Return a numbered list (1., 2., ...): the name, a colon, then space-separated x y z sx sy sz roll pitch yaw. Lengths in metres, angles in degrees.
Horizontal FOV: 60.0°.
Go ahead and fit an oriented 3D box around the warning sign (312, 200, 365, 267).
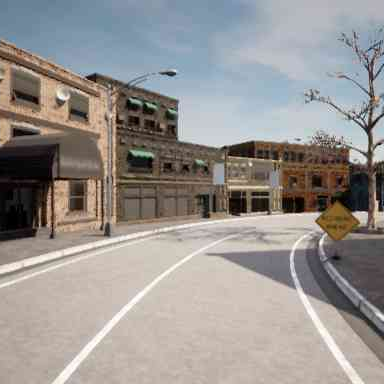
1. warning sign: 4.458 1.198 10.245 1.300 1.860 1.060 1 1 15
